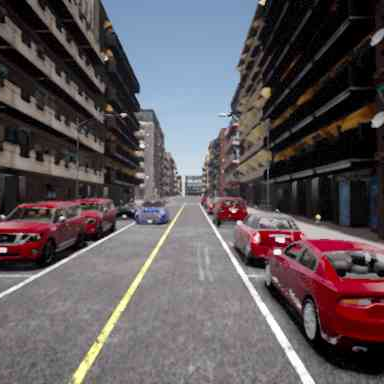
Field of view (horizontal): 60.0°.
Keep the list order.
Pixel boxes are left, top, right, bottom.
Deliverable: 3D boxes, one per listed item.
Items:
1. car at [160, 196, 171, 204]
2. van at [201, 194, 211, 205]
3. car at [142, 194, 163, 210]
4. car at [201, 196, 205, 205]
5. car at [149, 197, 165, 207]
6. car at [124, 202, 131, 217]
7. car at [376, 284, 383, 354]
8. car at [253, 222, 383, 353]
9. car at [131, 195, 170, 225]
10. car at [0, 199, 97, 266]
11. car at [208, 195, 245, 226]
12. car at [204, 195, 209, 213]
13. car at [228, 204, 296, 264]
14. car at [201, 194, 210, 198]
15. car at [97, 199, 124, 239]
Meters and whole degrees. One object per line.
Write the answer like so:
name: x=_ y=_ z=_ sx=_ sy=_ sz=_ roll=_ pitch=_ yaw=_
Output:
car: x=-5.306 y=1.596 z=67.097 sx=1.802 sy=1.307 sz=4.206 roll=1 pitch=0 yaw=0
van: x=2.546 y=1.344 z=61.512 sx=1.690 sy=1.788 sz=3.998 roll=1 pitch=0 yaw=0
car: x=-5.297 y=1.294 z=44.972 sx=2.192 sy=1.841 sz=5.009 roll=1 pitch=0 yaw=0
car: x=2.544 y=1.561 z=44.917 sx=1.802 sy=1.307 sz=4.206 roll=1 pitch=0 yaw=0
car: x=-5.303 y=1.530 z=50.503 sx=1.887 sy=1.381 sz=4.507 roll=1 pitch=0 yaw=0
car: x=-5.301 y=1.540 z=28.382 sx=1.947 sy=1.339 sz=4.313 roll=1 pitch=0 yaw=0
car: x=2.583 y=1.544 z=0.668 sx=1.887 sy=1.381 sz=4.507 roll=1 pitch=0 yaw=0
car: x=2.583 y=1.536 z=6.198 sx=1.887 sy=1.381 sz=4.507 roll=1 pitch=0 yaw=0
car: x=-2.753 y=1.327 z=23.965 sx=2.097 sy=1.767 sz=4.553 roll=0 pitch=0 yaw=0
car: x=-5.293 y=1.300 z=11.789 sx=2.192 sy=1.841 sz=5.009 roll=1 pitch=0 yaw=0
car: x=2.552 y=1.291 z=22.791 sx=2.192 sy=1.841 sz=5.009 roll=1 pitch=0 yaw=0
car: x=2.548 y=1.414 z=33.855 sx=1.967 sy=1.590 sz=4.097 roll=1 pitch=0 yaw=0
car: x=2.592 y=1.425 z=11.730 sx=1.967 sy=1.590 sz=4.097 roll=1 pitch=0 yaw=0
car: x=2.548 y=1.308 z=55.980 sx=2.192 sy=1.841 sz=5.009 roll=1 pitch=0 yaw=0
car: x=-5.293 y=1.295 z=17.319 sx=2.192 sy=1.841 sz=5.009 roll=1 pitch=0 yaw=0
